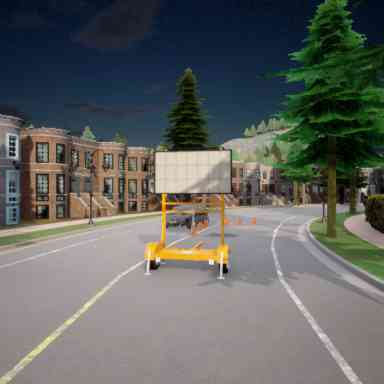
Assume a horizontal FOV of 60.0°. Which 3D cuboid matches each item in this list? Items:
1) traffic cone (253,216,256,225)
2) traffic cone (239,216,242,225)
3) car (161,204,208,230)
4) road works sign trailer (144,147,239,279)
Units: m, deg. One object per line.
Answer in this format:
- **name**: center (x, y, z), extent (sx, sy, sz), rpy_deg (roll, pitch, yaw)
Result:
- **traffic cone**: center (4.243, 1.955, 22.569), extent (0.340, 0.580, 0.340), rpy_deg (0, 0, 12)
- **traffic cone**: center (3.266, 1.954, 22.776), extent (0.340, 0.580, 0.340), rpy_deg (0, 0, 12)
- **car**: center (-0.364, 1.505, 21.291), extent (1.837, 1.490, 4.892), rpy_deg (-1, 0, 19)
- **road works sign trailer**: center (0.058, 0.464, 10.169), extent (2.380, 3.560, 2.880), rpy_deg (0, 0, 12)
